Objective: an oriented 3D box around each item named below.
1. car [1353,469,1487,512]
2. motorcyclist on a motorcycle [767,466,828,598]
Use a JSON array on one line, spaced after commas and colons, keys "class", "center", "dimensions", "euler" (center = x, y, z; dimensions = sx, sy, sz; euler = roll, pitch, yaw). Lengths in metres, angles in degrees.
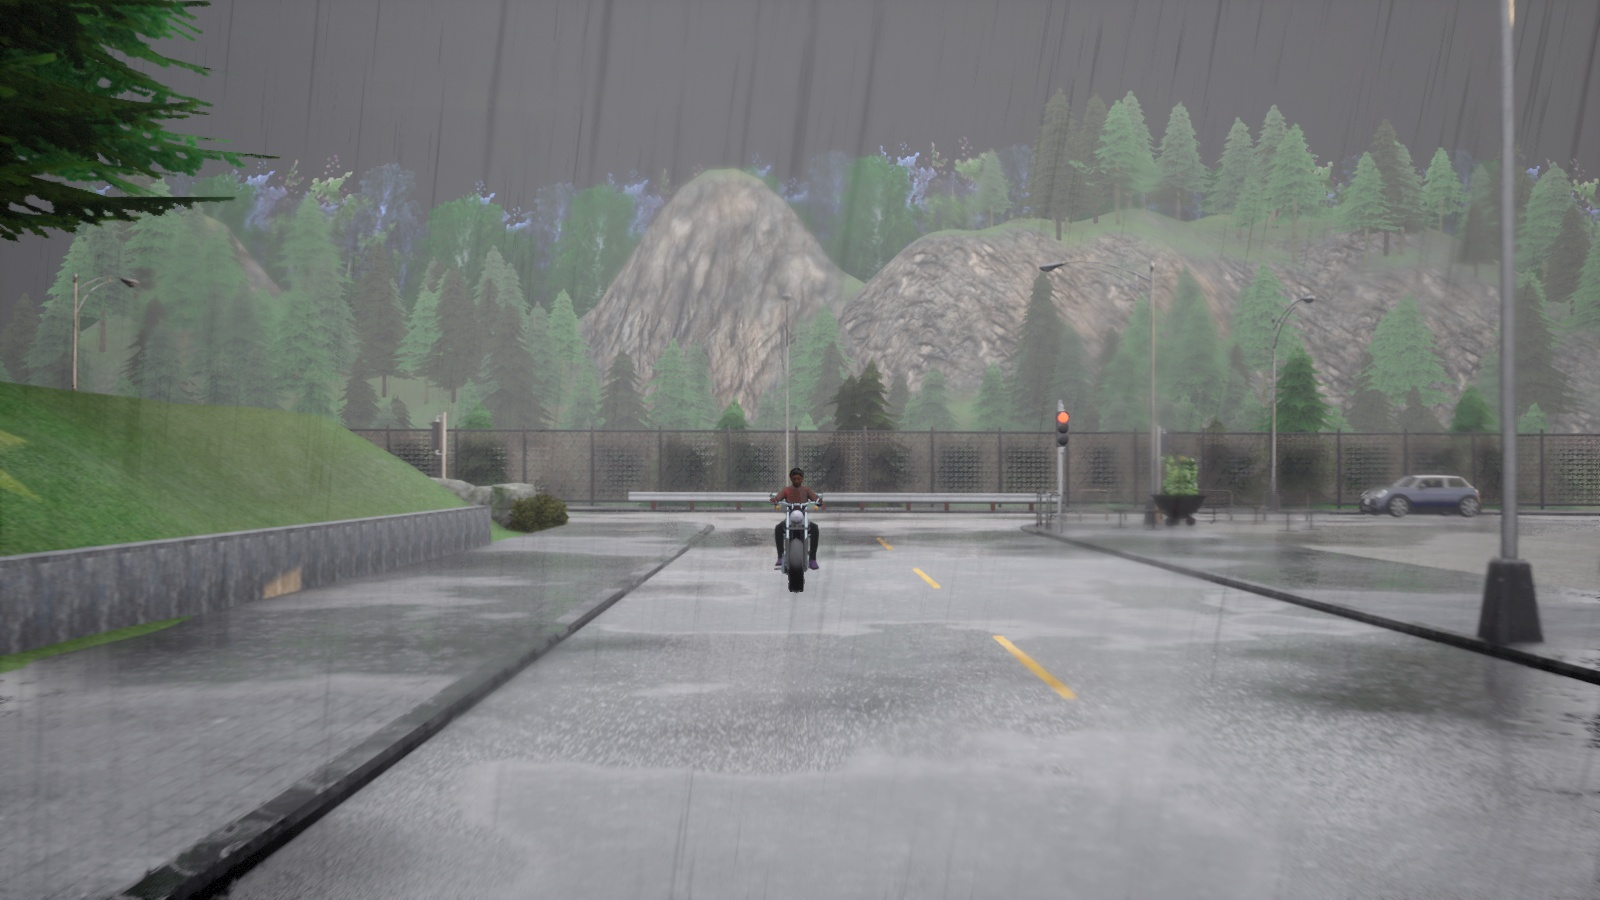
[{"class": "car", "center": [22.272, 1.448, 45.215], "dimensions": [3.806, 1.475, 1.970], "euler": [0, -1, 0]}, {"class": "motorcyclist on a motorcycle", "center": [-0.037, 1.049, 16.963], "dimensions": [0.766, 1.649, 2.350], "euler": [0, -1, 0]}]
